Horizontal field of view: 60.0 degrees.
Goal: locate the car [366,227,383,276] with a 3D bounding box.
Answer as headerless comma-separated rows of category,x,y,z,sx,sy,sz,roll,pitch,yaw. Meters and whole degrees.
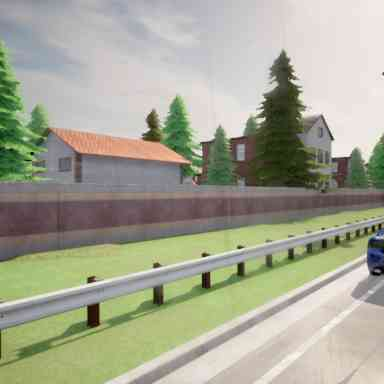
car,6.517,1.477,9.449,1.882,1.535,5.008,0,0,42
